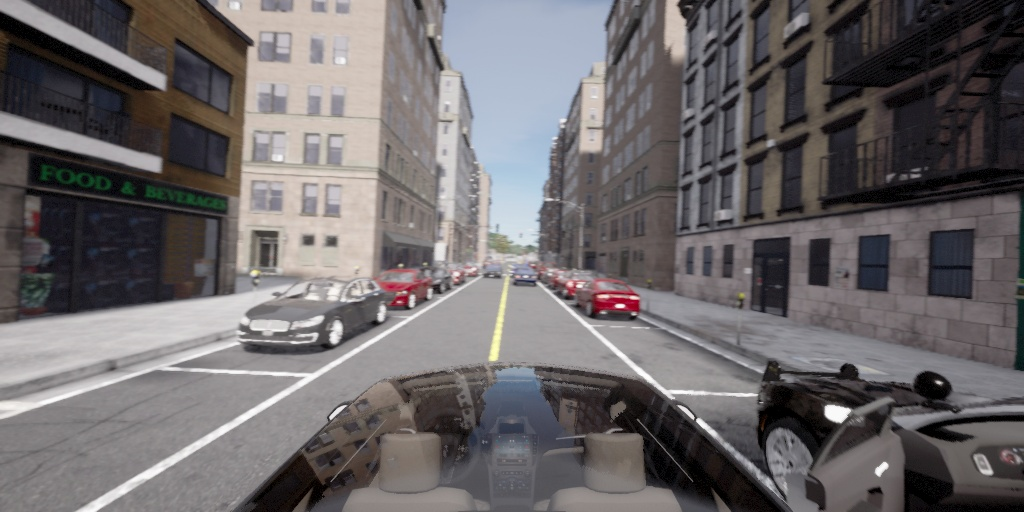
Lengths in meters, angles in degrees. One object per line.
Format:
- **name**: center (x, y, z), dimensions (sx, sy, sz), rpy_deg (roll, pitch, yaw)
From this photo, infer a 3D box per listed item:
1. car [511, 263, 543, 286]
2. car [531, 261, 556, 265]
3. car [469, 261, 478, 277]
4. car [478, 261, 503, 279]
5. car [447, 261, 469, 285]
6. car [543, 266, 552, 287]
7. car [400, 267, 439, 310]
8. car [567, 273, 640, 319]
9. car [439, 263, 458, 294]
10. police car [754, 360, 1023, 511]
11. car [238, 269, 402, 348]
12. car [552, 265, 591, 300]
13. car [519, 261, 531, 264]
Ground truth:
- **car**: center (1.018, 1.571, 28.604), dimensions (2.033, 1.411, 5.357), rpy_deg (3, 0, 0)
- **car**: center (3.514, 1.525, 37.019), dimensions (2.192, 1.841, 5.009), rpy_deg (0, 0, 0)
- **car**: center (-4.503, 1.277, 36.989), dimensions (1.967, 1.591, 4.097), rpy_deg (0, 0, 0)
- **car**: center (-1.873, 1.502, 36.407), dimensions (2.033, 1.411, 5.357), rpy_deg (3, -1, 0)
- **car**: center (-4.457, 1.184, 25.625), dimensions (1.967, 1.591, 4.097), rpy_deg (0, 0, 0)
- **car**: center (3.560, 1.663, 25.655), dimensions (1.888, 1.381, 4.507), rpy_deg (0, 0, 0)
- **car**: center (-4.411, 1.196, 14.261), dimensions (1.888, 1.381, 4.507), rpy_deg (0, 0, 0)
- **car**: center (3.606, 1.569, 14.291), dimensions (1.888, 1.381, 4.507), rpy_deg (0, 0, 0)
- **car**: center (-4.434, 1.263, 19.943), dimensions (1.948, 1.339, 4.313), rpy_deg (0, 0, 0)
- **police car**: center (3.300, 1.327, 1.547), dimensions (1.930, 1.638, 5.238), rpy_deg (3, 0, 0)
- **car**: center (-4.387, 1.154, 8.579), dimensions (2.007, 1.370, 4.403), rpy_deg (0, 0, 0)
- **car**: center (3.583, 1.511, 19.973), dimensions (1.967, 1.591, 4.097), rpy_deg (0, 0, 0)
- **car**: center (0.906, 1.584, 39.136), dimensions (1.882, 1.535, 5.008), rpy_deg (3, 0, 0)
